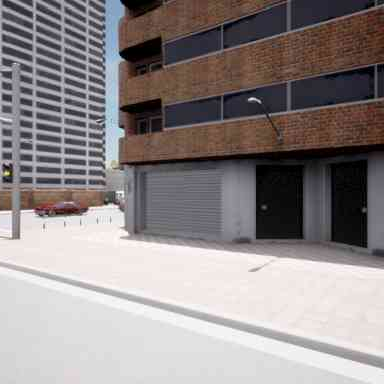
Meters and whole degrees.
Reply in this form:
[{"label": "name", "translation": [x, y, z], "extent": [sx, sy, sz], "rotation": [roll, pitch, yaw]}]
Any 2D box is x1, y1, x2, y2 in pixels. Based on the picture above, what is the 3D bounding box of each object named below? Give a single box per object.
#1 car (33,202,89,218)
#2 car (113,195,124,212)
[{"label": "car", "translation": [-12.113, 1.601, 30.943], "extent": [1.895, 1.301, 4.718], "rotation": [0, 0, 35]}, {"label": "car", "translation": [-6.398, 1.478, 39.046], "extent": [1.882, 1.535, 5.008], "rotation": [0, 0, 35]}]
